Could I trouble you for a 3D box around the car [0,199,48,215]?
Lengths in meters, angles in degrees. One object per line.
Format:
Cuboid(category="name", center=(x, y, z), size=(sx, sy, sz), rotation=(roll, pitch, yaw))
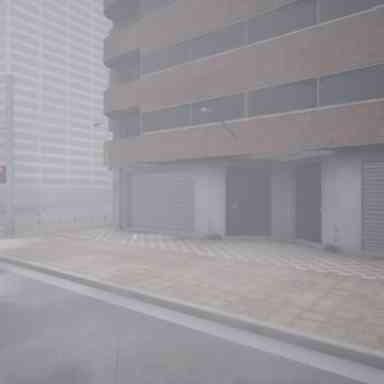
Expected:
Cuboid(category="car", center=(-16.770, 1.490, 32.710), size=(1.837, 1.490, 4.892), rotation=(0, 0, 37))
